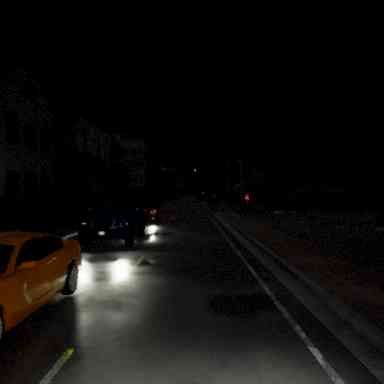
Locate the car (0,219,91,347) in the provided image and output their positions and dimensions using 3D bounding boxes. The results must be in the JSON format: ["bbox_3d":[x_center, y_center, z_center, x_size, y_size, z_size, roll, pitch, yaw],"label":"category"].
[{"bbox_3d":[-3.600,1.504,6.064,1.882,1.535,5.008,0,0,0],"label":"car"}]

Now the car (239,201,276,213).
[{"bbox_3d":[8.205,1.885,41.799,4.674,1.442,1.812,0,-1,-6],"label":"car"}]

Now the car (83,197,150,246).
[{"bbox_3d":[-3.593,1.290,16.015,2.150,2.045,5.566,0,0,0],"label":"car"}]

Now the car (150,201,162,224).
[{"bbox_3d":[-3.555,1.463,25.905,2.097,1.767,4.553,0,0,0],"label":"car"}]
